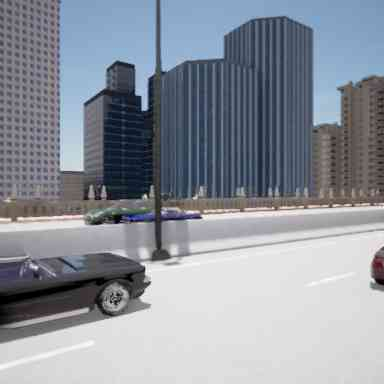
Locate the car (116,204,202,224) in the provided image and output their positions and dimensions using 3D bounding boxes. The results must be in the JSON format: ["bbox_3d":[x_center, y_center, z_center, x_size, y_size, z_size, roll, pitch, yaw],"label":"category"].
[{"bbox_3d":[-1.804,1.601,19.901,4.718,1.301,1.895,0,0,-35],"label":"car"}]

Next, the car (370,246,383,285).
[{"bbox_3d":[6.275,1.564,8.222,4.181,1.385,1.994,0,0,-35],"label":"car"}]

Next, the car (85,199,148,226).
[{"bbox_3d":[-4.715,1.352,22.123,4.553,1.767,2.097,0,0,-35],"label":"car"}]

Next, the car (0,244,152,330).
[{"bbox_3d":[-3.129,1.601,5.813,4.718,1.301,1.895,0,0,-35],"label":"car"}]
